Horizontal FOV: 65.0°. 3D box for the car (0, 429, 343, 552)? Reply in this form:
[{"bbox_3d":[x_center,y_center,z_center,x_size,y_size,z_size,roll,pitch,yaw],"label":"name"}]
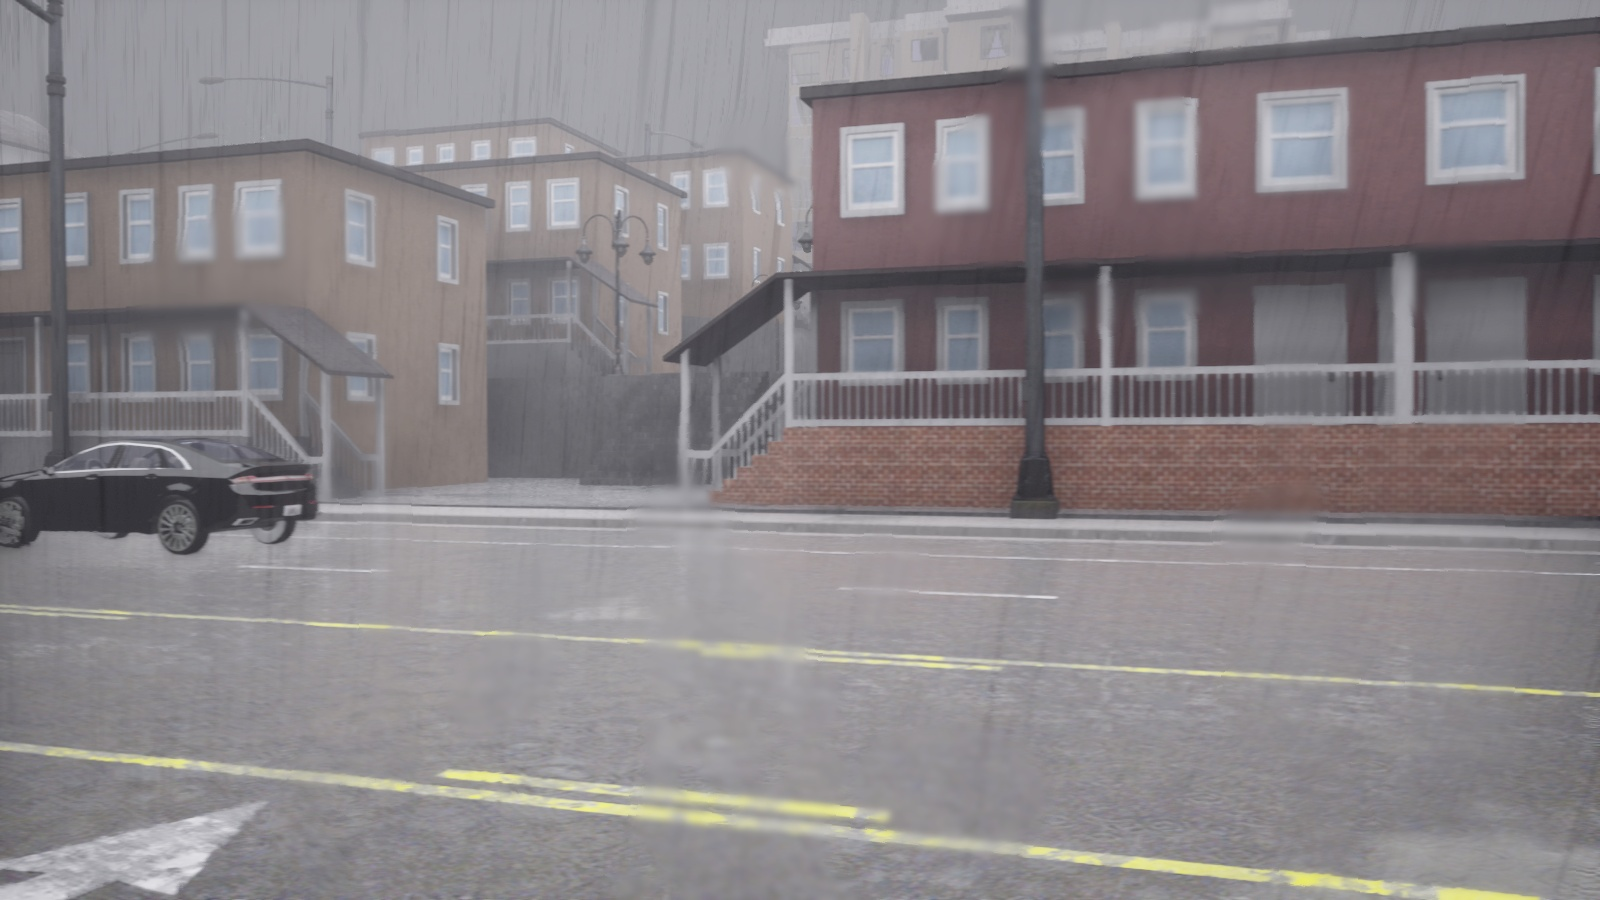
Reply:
[{"bbox_3d":[-9.054,0.471,17.321,4.902,1.511,2.128,1,1,19],"label":"car"}]
